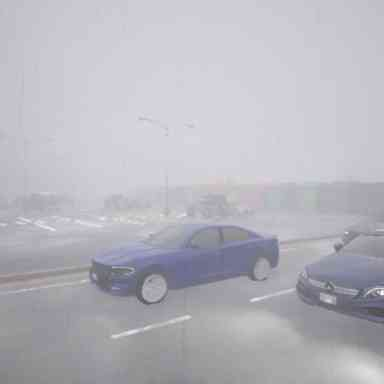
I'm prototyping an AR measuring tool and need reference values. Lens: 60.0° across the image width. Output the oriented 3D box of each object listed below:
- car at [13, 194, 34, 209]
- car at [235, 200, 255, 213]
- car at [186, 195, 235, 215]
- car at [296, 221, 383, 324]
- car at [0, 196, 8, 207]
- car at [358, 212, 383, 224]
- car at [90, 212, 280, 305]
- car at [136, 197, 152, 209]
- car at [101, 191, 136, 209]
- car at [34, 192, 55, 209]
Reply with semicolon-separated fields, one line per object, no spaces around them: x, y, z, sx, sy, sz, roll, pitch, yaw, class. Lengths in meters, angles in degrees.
-24.786;1.332;48.365;1.784;1.438;3.905;0;0;-37;car
3.633;1.404;28.982;1.970;1.475;3.806;0;0;-37;car
1.308;1.161;27.257;1.905;1.878;3.866;0;0;-37;car
4.181;1.532;6.917;4.674;1.442;1.812;0;0;-35;car
-27.105;1.360;46.632;1.970;1.475;3.806;0;0;-37;car
8.719;1.562;14.344;5.357;1.411;2.033;0;0;-35;car
0.043;1.478;8.282;5.008;1.535;1.882;0;0;-35;car
-6.844;1.359;42.959;1.784;1.438;3.905;0;0;-37;car
-9.201;1.144;41.275;1.932;1.855;4.605;0;0;-37;car
-22.667;1.125;50.012;1.932;1.855;4.605;0;0;-37;car
